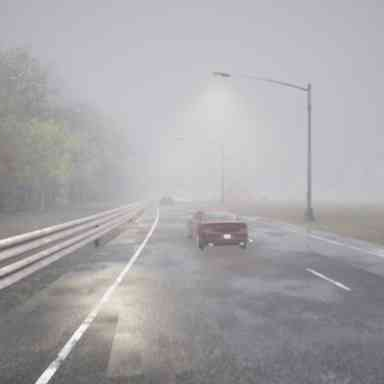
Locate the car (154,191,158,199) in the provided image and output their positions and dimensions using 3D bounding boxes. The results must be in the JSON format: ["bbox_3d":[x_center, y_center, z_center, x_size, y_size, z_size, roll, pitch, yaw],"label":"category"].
[{"bbox_3d":[-8.585,1.160,90.149,2.128,1.511,4.902,0,0,-7],"label":"car"}]

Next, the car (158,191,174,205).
[{"bbox_3d":[-4.204,1.148,55.424,2.097,1.767,4.553,0,0,-7],"label":"car"}]

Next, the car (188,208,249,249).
[{"bbox_3d":[0.967,1.439,14.398,1.882,1.535,5.008,0,0,-7],"label":"car"}]
